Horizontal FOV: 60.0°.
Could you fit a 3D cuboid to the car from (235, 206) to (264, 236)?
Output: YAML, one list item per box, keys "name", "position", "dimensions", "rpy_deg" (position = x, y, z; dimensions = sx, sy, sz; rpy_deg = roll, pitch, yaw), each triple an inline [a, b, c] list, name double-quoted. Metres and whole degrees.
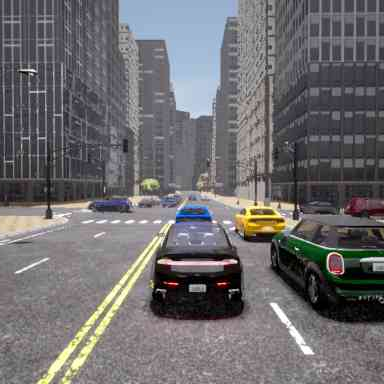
- name: "car"
  position: [3.365, 1.469, 17.201]
  dimensions: [1.882, 1.535, 5.008]
  rpy_deg: [0, 0, 0]

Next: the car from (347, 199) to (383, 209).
- name: "car"
  position: [16.229, 1.519, 29.396]
  dimensions: [5.009, 1.841, 2.192]
  rpy_deg: [1, 0, 1]

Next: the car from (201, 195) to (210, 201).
- name: "car"
  position: [3.330, 1.513, 80.644]
  dimensions: [1.895, 1.301, 4.718]
  rpy_deg: [0, 0, 0]

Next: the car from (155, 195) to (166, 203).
- name: "car"
  position: [-6.442, 1.448, 67.990]
  dimensions: [1.837, 1.490, 4.892]
  rpy_deg: [0, 0, 0]

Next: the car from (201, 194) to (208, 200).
- name: "car"
  position: [3.340, 1.337, 90.646]
  dimensions: [1.895, 1.301, 4.718]
  rpy_deg: [0, 0, 0]

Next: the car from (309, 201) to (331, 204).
- name: "car"
  position: [13.365, 1.649, 35.233]
  dimensions: [4.181, 1.385, 1.994]
  rpy_deg: [1, 1, 1]

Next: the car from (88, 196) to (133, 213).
- name: "car"
  position: [-8.717, 1.240, 35.589]
  dimensions: [4.553, 1.767, 2.097]
  rpy_deg: [1, 1, 1]

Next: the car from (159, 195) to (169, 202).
- name: "car"
  position: [-6.425, 1.482, 77.969]
  dimensions: [1.994, 1.385, 4.181]
  rpy_deg: [0, 0, 0]

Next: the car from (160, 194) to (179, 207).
- name: "car"
  position: [-3.292, 1.491, 49.511]
  dimensions: [1.812, 1.442, 4.674]
  rpy_deg: [0, 0, 0]

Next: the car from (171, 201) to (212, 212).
- name: "car"
  position: [0.120, 1.468, 17.815]
  dimensions: [1.882, 1.535, 5.008]
  rpy_deg: [0, 0, 1]

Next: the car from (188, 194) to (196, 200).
- name: "car"
  position: [0.089, 1.267, 90.620]
  dimensions: [2.128, 1.511, 4.902]
  rpy_deg: [0, 0, 0]

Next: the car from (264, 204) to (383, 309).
- name: "car"
  position: [3.357, 1.348, 8.022]
  dimensions: [2.097, 1.767, 4.553]
  rpy_deg: [0, 0, 0]

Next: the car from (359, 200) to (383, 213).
- name: "car"
  position: [21.846, 1.643, 37.677]
  dimensions: [4.829, 1.417, 1.752]
  rpy_deg: [1, 0, 1]

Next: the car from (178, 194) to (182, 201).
- name: "car"
  position: [-3.268, 1.519, 58.256]
  dimensions: [1.994, 1.385, 4.181]
  rpy_deg: [0, 0, 1]

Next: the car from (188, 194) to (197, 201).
- name: "car"
  position: [0.080, 1.273, 80.587]
  dimensions: [2.097, 1.767, 4.553]
  rpy_deg: [0, 0, 0]

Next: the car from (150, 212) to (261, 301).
- name: "car"
  position: [0.106, 1.488, 8.310]
  dimensions: [2.128, 1.511, 4.902]
  rpy_deg: [0, 0, 0]

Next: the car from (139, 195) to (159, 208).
- name: "car"
  position: [-6.537, 1.513, 49.082]
  dimensions: [2.033, 1.411, 5.357]
  rpy_deg: [0, 0, 0]

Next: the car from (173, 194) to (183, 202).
- name: "car"
  position: [-3.175, 1.286, 77.134]
  dimensions: [2.097, 1.767, 4.553]
  rpy_deg: [0, 0, 0]
